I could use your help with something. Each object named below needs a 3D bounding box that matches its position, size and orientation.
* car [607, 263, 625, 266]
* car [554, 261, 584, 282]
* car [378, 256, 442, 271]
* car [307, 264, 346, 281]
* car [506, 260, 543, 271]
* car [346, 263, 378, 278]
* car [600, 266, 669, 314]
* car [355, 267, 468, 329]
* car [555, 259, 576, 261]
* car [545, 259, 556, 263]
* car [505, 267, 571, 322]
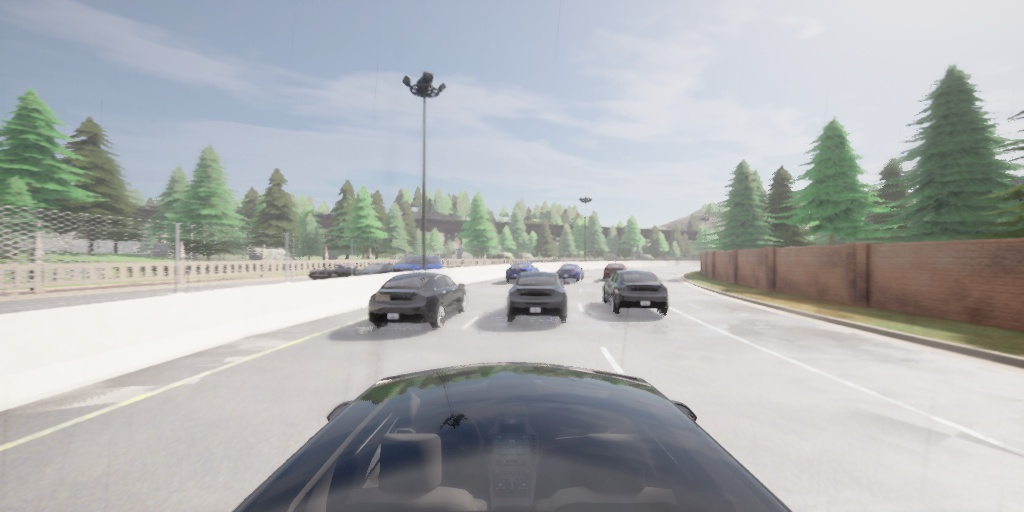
[{"bbox_3d":[9.163,1.333,31.507,1.882,1.535,5.008,0,0,20],"label":"car"},{"bbox_3d":[4.861,1.357,29.797,1.812,1.442,4.674,0,0,18],"label":"car"},{"bbox_3d":[-7.172,0.991,26.793,2.150,2.045,5.566,0,0,15],"label":"car"},{"bbox_3d":[-13.884,1.342,28.773,1.895,1.301,4.718,0,0,15],"label":"car"},{"bbox_3d":[0.948,1.289,28.998,1.882,1.535,5.008,0,0,17],"label":"car"},{"bbox_3d":[-10.414,1.282,28.166,1.812,1.442,4.674,0,0,16],"label":"car"},{"bbox_3d":[4.683,1.302,14.061,1.837,1.490,4.892,0,0,8],"label":"car"},{"bbox_3d":[-2.714,1.262,11.326,1.837,1.490,4.892,0,0,6],"label":"car"},{"bbox_3d":[10.110,1.417,62.600,2.128,1.511,4.902,0,0,37],"label":"car"},{"bbox_3d":[7.504,1.269,64.973,2.097,1.767,4.553,0,0,37],"label":"car"},{"bbox_3d":[0.936,1.281,12.468,1.837,1.490,4.892,0,0,7],"label":"car"}]
